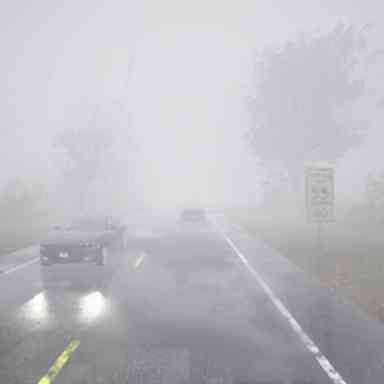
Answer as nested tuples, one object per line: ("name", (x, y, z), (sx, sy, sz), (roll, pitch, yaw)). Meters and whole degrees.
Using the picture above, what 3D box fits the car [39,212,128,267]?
("car", (-3.588, 1.520, 11.828), (1.882, 1.535, 5.008), (0, 0, 0))

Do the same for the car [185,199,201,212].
("car", (0.114, 1.692, 43.311), (1.882, 1.535, 5.008), (0, 0, 0))

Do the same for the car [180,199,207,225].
("car", (0.099, 1.582, 25.322), (1.882, 1.535, 5.008), (0, 0, 0))
